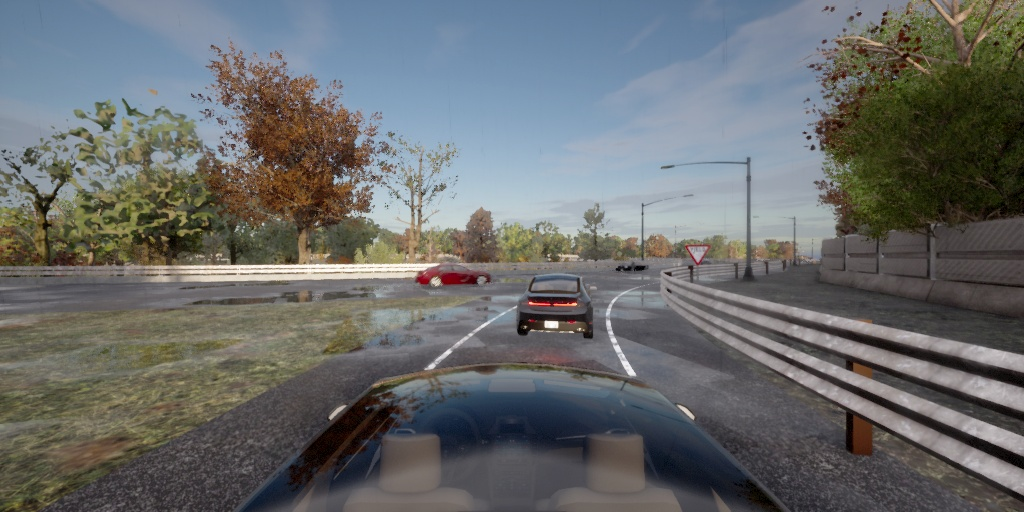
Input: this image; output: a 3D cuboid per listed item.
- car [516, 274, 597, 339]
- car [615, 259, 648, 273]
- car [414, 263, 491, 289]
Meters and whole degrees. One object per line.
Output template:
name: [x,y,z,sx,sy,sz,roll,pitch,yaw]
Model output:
car: [1.341,1.254,10.227,1.837,1.490,4.892,0,0,11]
car: [14.588,1.347,43.481,4.718,1.301,1.895,0,0,-40]
car: [-3.823,1.227,23.397,5.008,1.535,1.882,0,0,-26]
